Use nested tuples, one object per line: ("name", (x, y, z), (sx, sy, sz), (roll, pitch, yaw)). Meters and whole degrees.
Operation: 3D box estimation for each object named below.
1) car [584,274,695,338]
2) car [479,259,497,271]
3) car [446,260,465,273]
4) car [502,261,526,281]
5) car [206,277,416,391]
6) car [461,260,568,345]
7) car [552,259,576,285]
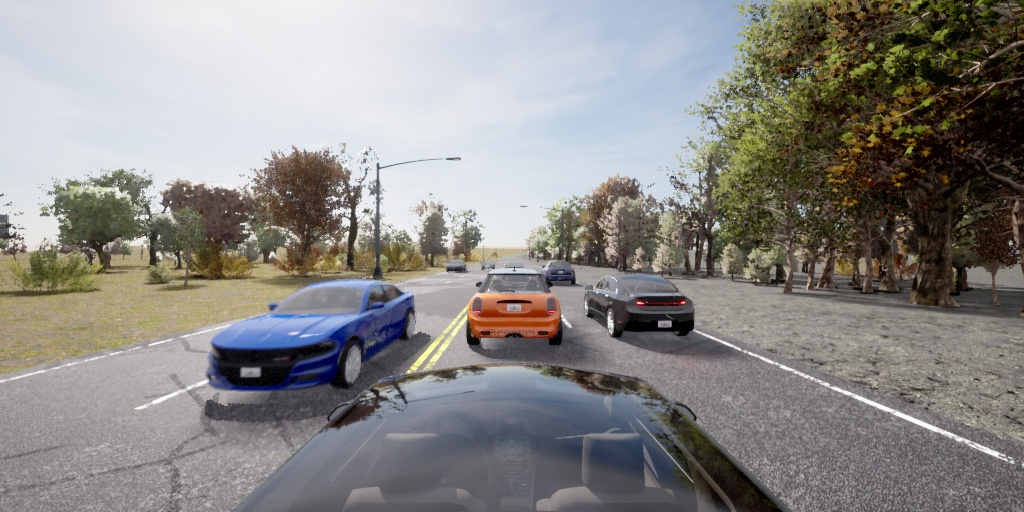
("car", (3.319, 1.246, 10.211), (1.837, 1.490, 4.892), (-1, 0, 0))
("car", (-3.209, 1.249, 49.093), (2.128, 1.511, 4.902), (0, 0, 0))
("car", (-6.526, 1.223, 42.524), (1.882, 1.535, 5.008), (0, 0, 0))
("car", (0.127, 1.225, 30.992), (1.882, 1.535, 5.008), (0, 0, -1))
("car", (-3.343, 1.227, 7.088), (1.882, 1.535, 5.008), (0, 0, 0))
("car", (0.066, 1.101, 9.639), (2.097, 1.767, 4.553), (0, 0, 0))
("car", (3.329, 1.092, 26.442), (2.097, 1.767, 4.553), (-1, 0, 0))
